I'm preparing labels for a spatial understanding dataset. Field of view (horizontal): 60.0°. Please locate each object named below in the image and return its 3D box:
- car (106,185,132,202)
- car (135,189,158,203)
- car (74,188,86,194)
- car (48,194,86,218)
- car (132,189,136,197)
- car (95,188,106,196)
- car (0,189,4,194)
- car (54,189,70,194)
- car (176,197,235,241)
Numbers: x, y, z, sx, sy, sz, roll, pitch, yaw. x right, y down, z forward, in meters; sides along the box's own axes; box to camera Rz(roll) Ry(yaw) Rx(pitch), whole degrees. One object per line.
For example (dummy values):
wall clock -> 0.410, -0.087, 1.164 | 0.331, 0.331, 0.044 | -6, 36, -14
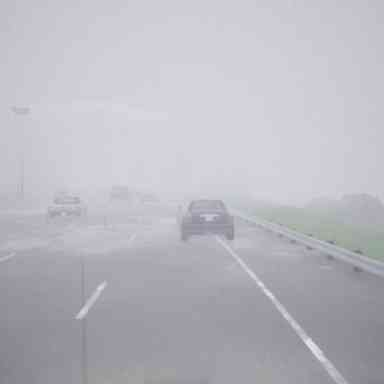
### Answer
car -> -9.307, 0.177, 42.159 | 2.150, 2.045, 5.566 | 0, 1, -18
car -> -5.347, 0.536, 39.822 | 1.812, 1.442, 4.674 | 0, 2, -15
car -> -21.989, -0.079, 65.399 | 1.812, 1.442, 4.674 | -1, 1, -26
car -> -8.618, 1.025, 23.386 | 1.895, 1.301, 4.718 | 0, 1, -11
car -> -8.791, 0.204, 51.390 | 1.882, 1.535, 5.008 | -1, 2, -19
car -> -17.150, -0.056, 63.261 | 1.837, 1.490, 4.892 | 0, 0, -24
car -> -34.035, 0.122, 57.946 | 1.812, 1.442, 4.674 | -1, 2, -24
car -> -17.986, 0.363, 46.037 | 2.128, 1.511, 4.902 | 0, 1, -19
car -> 0.446, 0.981, 14.680 | 2.097, 1.767, 4.553 | 0, 1, -6
